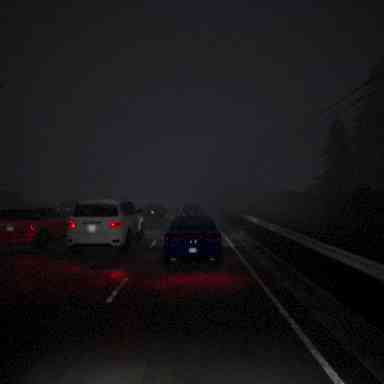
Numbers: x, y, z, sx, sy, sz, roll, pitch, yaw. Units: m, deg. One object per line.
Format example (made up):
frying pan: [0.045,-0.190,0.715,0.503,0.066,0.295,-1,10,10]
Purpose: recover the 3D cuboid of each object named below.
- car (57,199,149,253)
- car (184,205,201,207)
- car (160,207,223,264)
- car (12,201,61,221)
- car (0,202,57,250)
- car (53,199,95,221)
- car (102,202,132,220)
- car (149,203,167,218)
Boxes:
car: [-3.438,1.311,14.184,2.150,2.045,5.566,0,0,0]
car: [0.038,1.709,26.447,2.033,1.411,5.357,0,0,1]
car: [0.047,1.552,12.180,1.882,1.535,5.008,0,0,1]
car: [-13.947,1.676,30.197,2.128,1.511,4.902,0,0,0]
car: [-6.936,1.442,14.876,2.097,1.767,4.553,0,0,0]
car: [-10.440,1.533,29.879,2.097,1.767,4.553,0,0,0]
car: [-6.935,1.716,31.177,1.812,1.442,4.674,0,0,0]
car: [-3.434,1.753,31.022,1.994,1.385,4.181,0,0,0]
